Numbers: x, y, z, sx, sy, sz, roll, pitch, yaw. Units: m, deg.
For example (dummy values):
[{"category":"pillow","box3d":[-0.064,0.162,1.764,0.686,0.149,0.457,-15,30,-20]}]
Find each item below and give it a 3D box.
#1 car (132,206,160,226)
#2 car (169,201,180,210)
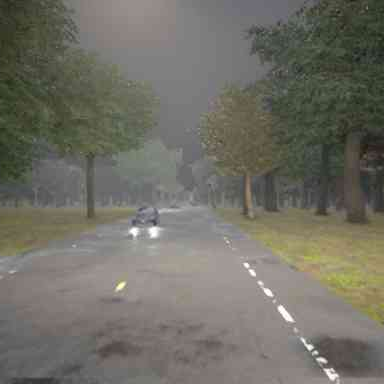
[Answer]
[{"category":"car","box3d":[-3.599,1.898,26.732,1.812,1.442,4.674,0,-1,0]},{"category":"car","box3d":[-3.506,2.702,68.163,2.097,1.767,4.553,0,-2,0]}]
